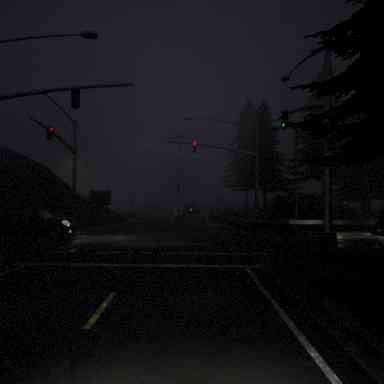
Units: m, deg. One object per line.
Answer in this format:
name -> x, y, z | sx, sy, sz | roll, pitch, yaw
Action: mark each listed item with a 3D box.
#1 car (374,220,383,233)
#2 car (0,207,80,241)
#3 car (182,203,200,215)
car -> 14.205, 1.868, 21.188 | 4.553, 1.767, 2.097 | 0, -1, 0
car -> -8.441, 1.639, 17.797 | 4.553, 1.767, 2.097 | -1, -1, -5
car -> -0.127, 1.999, 39.571 | 1.994, 1.385, 4.181 | 0, -1, 0
